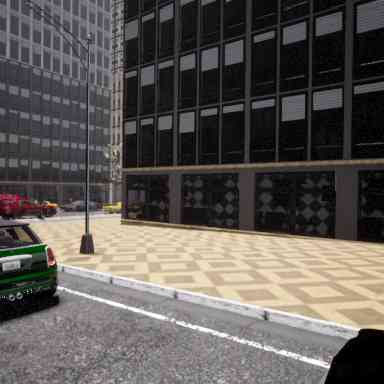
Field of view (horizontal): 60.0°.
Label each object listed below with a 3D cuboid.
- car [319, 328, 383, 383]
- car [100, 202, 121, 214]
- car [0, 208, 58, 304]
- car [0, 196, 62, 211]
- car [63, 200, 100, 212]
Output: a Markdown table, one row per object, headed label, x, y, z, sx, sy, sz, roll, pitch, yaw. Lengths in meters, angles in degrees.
| label | x | y | z | sx | sy | sz | roll | pitch | yaw |
| --- | --- | --- | --- | --- | --- | --- | --- | --- | --- |
| car | 3.014 | 1.601 | 1.529 | 4.718 | 1.301 | 1.895 | 0 | 0 | 36 |
| car | -8.098 | 1.830 | 39.337 | 1.752 | 1.417 | 4.829 | 1 | 0 | 37 |
| car | -4.984 | 1.348 | 7.248 | 4.553 | 1.767 | 2.097 | 0 | 0 | 36 |
| car | -14.913 | 1.519 | 30.138 | 2.192 | 1.841 | 5.009 | 1 | 0 | 37 |
| car | -13.712 | 1.745 | 41.475 | 2.033 | 1.411 | 5.357 | 1 | 0 | 37 |
